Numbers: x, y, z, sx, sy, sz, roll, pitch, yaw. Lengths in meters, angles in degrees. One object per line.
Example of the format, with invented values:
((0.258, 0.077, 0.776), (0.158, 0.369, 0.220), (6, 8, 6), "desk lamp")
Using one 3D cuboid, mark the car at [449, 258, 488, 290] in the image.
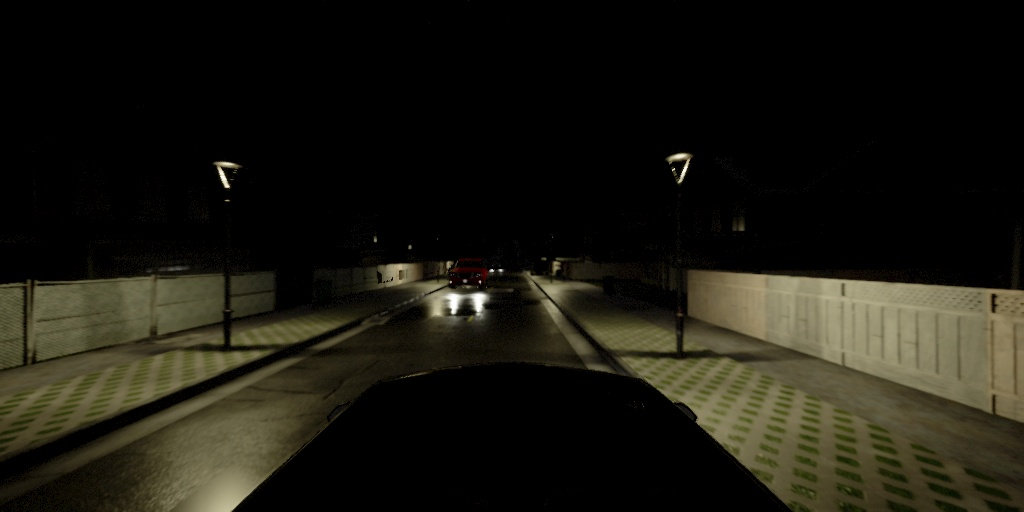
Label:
((-2.853, 1.177, 24.563), (2.150, 2.045, 5.566), (0, -1, 0), "car")
